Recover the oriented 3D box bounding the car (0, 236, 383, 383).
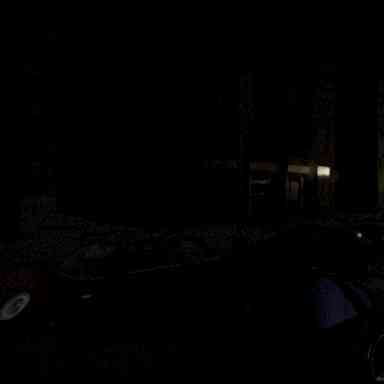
[{"bbox_3d":[0.633,1.565,3.831,5.357,1.411,2.033,0,0,-36],"label":"car"}]

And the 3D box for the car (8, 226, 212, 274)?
[{"bbox_3d":[-1.292,1.454,5.726,4.097,1.590,1.967,0,0,-36],"label":"car"}]

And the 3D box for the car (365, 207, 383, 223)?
[{"bbox_3d":[7.821,1.406,12.244,5.009,1.841,2.192,0,0,-36],"label":"car"}]

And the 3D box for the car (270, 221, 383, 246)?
[{"bbox_3d":[3.263,1.618,8.985,4.313,1.339,1.947,0,0,-36],"label":"car"}]
